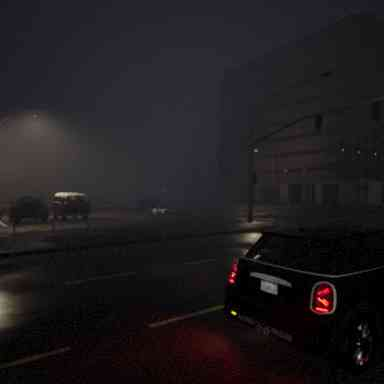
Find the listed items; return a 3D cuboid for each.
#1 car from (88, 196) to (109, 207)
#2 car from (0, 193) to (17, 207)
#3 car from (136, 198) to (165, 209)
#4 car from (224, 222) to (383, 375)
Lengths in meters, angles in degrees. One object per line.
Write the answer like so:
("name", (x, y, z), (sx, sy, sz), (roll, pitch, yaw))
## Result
("car", (-16.408, 1.481, 59.527), (1.812, 1.442, 4.674), (0, 0, -35))
("car", (-31.557, 1.169, 56.584), (1.932, 1.855, 4.605), (0, 0, -35))
("car", (-5.612, 1.474, 44.175), (2.033, 1.411, 5.357), (0, 0, -35))
("car", (2.794, 1.318, 5.800), (4.553, 1.767, 2.097), (0, 0, -35))
